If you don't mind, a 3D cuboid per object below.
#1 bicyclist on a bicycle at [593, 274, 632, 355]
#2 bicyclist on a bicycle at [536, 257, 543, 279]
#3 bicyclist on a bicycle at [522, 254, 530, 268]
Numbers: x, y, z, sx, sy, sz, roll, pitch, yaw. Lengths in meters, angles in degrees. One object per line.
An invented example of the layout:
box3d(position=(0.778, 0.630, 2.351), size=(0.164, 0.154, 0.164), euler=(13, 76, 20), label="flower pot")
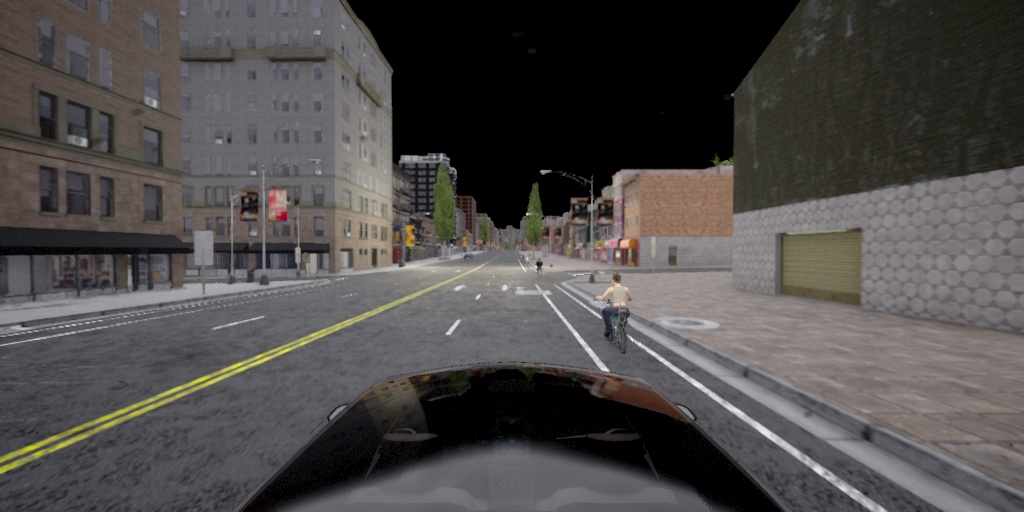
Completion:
box3d(position=(2.230, 1.180, 7.733), size=(0.866, 1.612, 1.509), euler=(0, 0, 0), label="bicyclist on a bicycle")
box3d(position=(2.243, 0.972, 29.626), size=(0.659, 1.776, 1.843), euler=(-1, 5, 0), label="bicyclist on a bicycle")
box3d(position=(2.253, 0.876, 52.904), size=(0.866, 1.612, 1.509), euler=(0, 1, 0), label="bicyclist on a bicycle")
